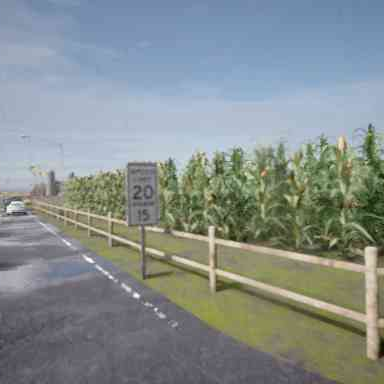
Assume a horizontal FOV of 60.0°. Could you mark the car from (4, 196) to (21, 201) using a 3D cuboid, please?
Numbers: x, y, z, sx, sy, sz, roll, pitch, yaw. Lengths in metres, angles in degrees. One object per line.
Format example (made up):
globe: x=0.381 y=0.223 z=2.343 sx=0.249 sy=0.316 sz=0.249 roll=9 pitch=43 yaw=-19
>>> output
car: x=-25.073 y=1.582 z=46.856 sx=2.150 sy=2.045 sz=5.566 roll=-2 pitch=0 yaw=-29

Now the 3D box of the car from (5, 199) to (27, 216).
car: x=-19.607 y=1.807 z=37.204 sx=1.812 sy=1.442 sz=4.674 roll=-1 pitch=0 yaw=-29
